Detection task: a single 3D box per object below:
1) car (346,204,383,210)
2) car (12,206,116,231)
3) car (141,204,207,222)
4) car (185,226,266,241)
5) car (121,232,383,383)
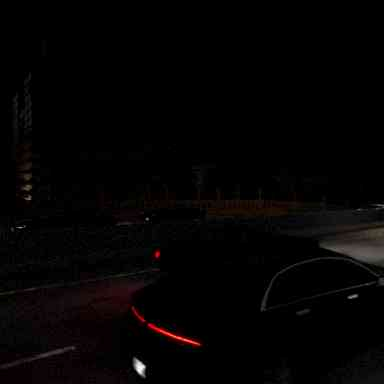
[{"bbox_3d":[14.594,1.653,27.299,4.718,1.301,1.895,2,-1,-35],"label":"car"},{"bbox_3d":[-6.284,1.497,16.708,4.892,1.490,1.837,0,0,-36],"label":"car"},{"bbox_3d":[-1.319,1.577,24.548,4.718,1.301,1.895,0,0,-35],"label":"car"},{"bbox_3d":[1.391,1.589,9.038,4.718,1.301,1.895,0,0,-35],"label":"car"},{"bbox_3d":[1.435,1.499,4.771,4.892,1.490,1.837,0,0,-35],"label":"car"}]
